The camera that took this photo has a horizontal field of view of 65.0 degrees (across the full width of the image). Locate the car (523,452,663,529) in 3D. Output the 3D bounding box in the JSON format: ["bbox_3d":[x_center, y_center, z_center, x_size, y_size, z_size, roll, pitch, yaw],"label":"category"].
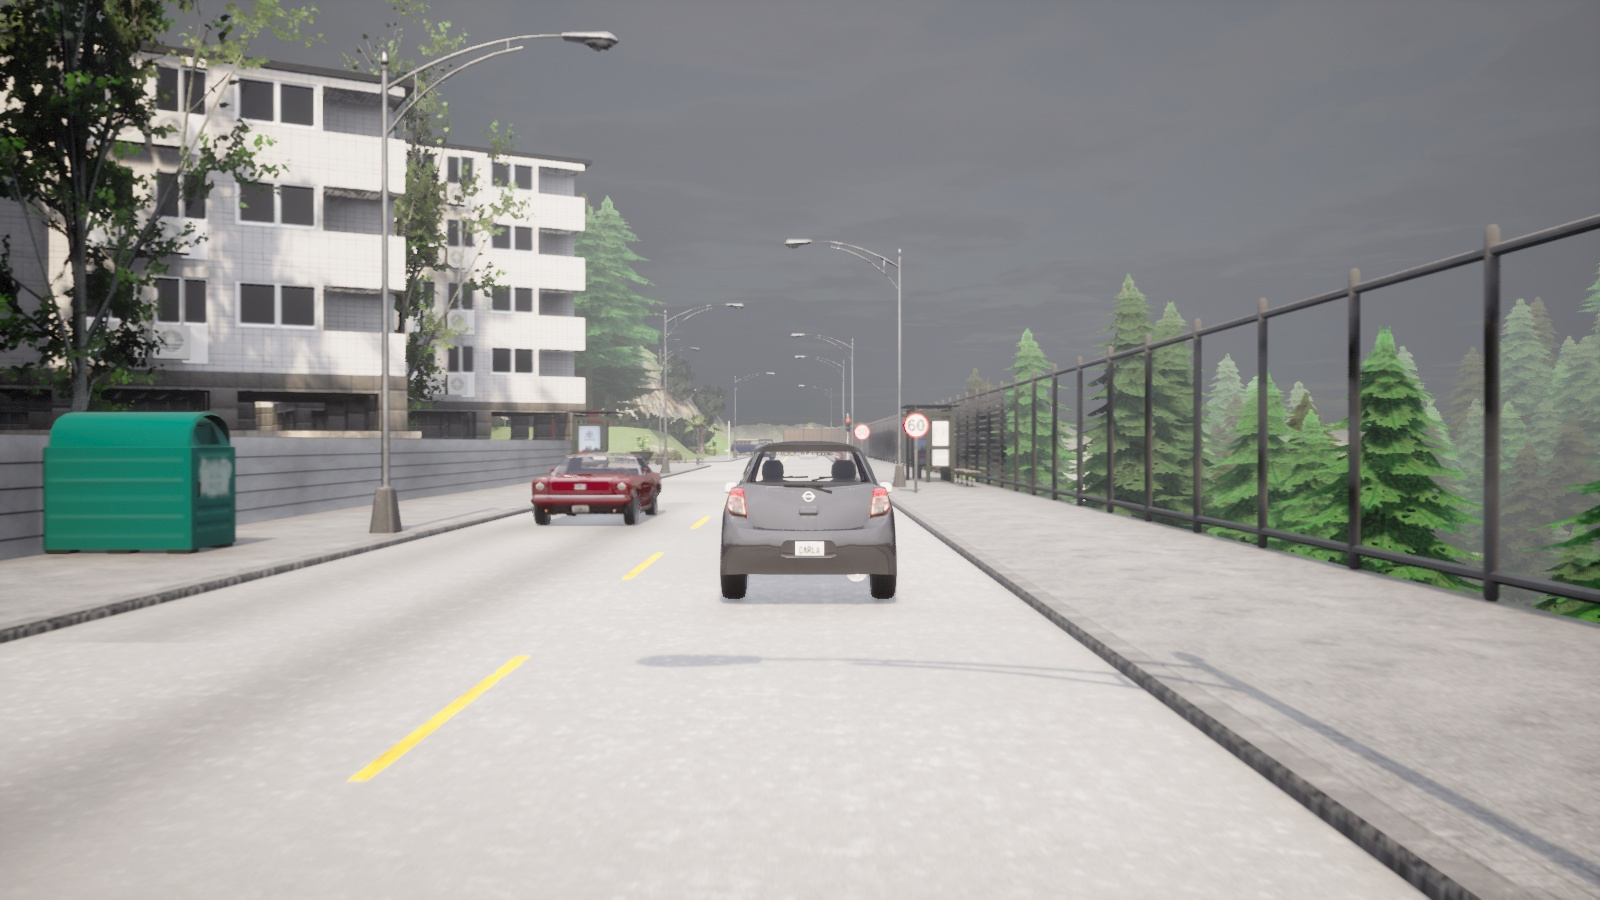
[{"bbox_3d":[-3.855,0.708,24.163,1.895,1.301,4.718,0,0,0],"label":"car"}]

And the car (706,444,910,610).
[{"bbox_3d":[0.085,0.686,13.191,1.845,1.501,3.633,0,0,0],"label":"car"}]
